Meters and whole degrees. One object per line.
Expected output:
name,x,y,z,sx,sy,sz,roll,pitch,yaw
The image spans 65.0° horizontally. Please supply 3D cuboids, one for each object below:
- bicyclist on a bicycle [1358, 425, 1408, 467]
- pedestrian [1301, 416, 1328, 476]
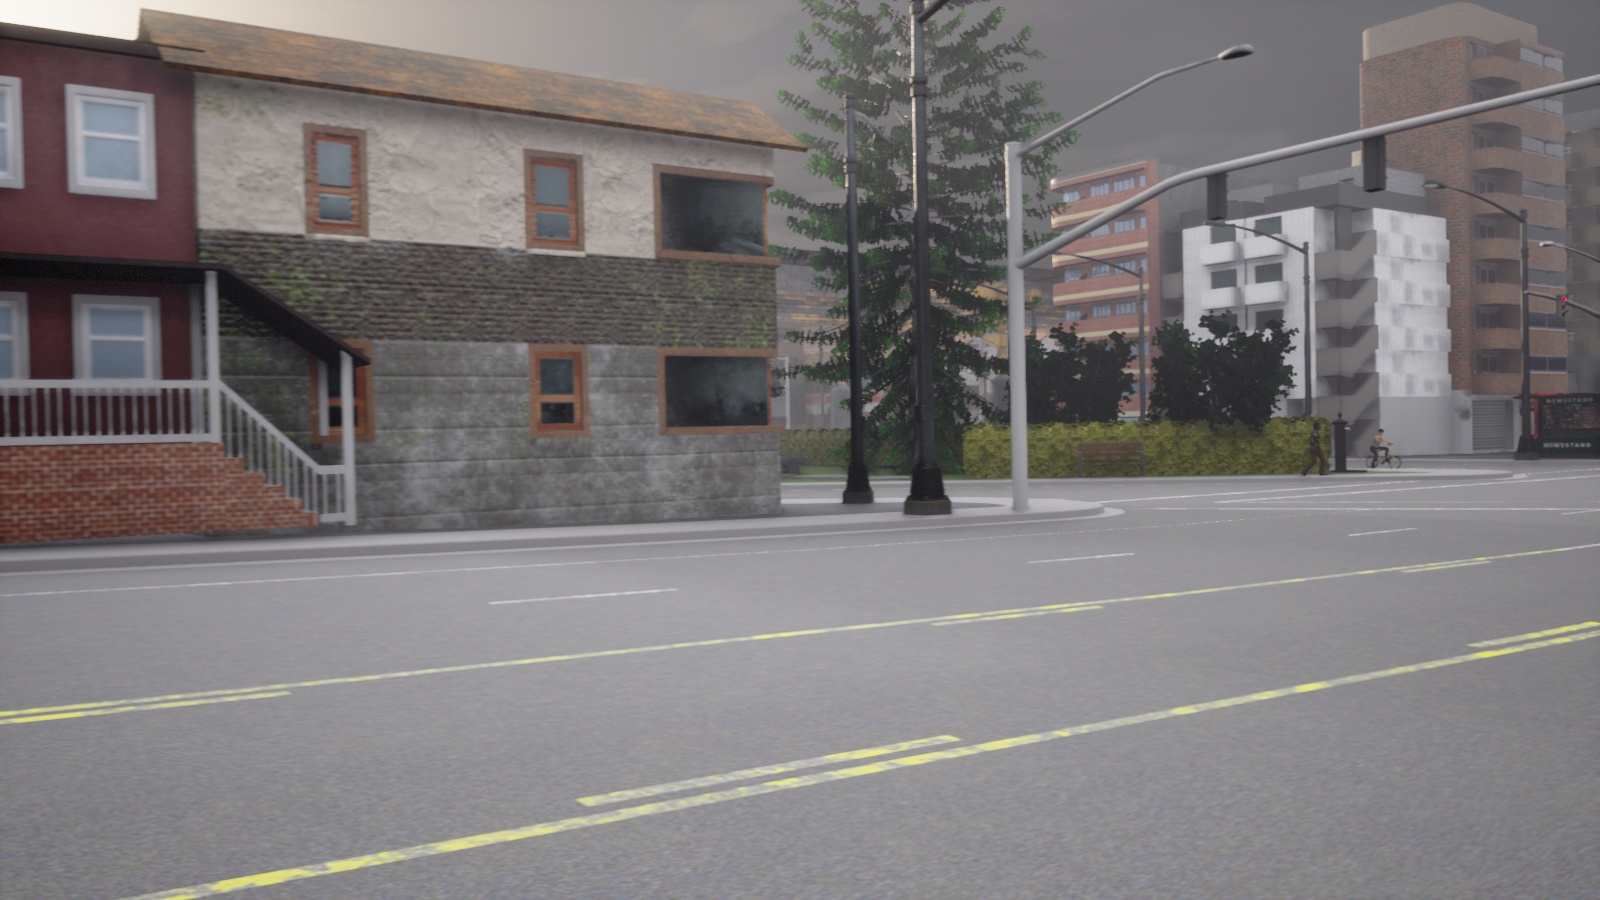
bicyclist on a bicycle,22.954,-0.145,49.475,0.866,1.612,1.509,-2,1,-34
pedestrian,16.702,-0.134,40.770,0.692,1.930,0.395,-1,1,13
